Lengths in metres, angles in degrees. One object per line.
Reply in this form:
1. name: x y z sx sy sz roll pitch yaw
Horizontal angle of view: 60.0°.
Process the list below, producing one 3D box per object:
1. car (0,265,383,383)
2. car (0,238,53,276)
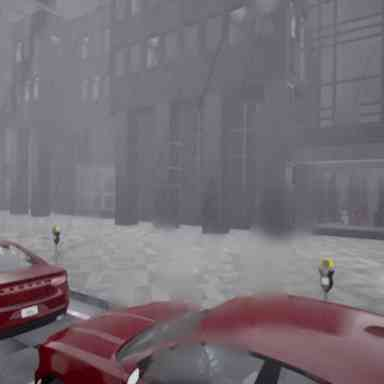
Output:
1. car: 0.568 1.534 2.555 4.507 1.381 1.887 1 1 35
2. car: -4.023 1.467 5.823 4.507 1.381 1.887 1 1 35
